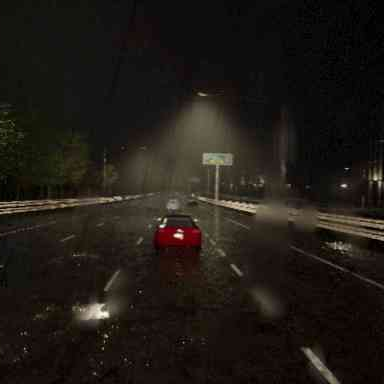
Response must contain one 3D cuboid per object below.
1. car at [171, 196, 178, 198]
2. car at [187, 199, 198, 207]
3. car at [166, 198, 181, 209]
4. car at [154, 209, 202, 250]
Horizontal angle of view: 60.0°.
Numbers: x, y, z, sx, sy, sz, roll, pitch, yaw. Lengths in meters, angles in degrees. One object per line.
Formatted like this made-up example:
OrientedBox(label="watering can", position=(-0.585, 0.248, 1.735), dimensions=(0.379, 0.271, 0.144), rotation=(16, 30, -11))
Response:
OrientedBox(label="car", position=(-3.588, 1.999, 63.448), dimensions=(2.033, 1.411, 5.357), rotation=(2, 0, -3))
OrientedBox(label="car", position=(0.099, 2.036, 62.022), dimensions=(2.128, 1.511, 4.902), rotation=(2, 0, -3))
OrientedBox(label="car", position=(-2.511, 1.873, 44.950), dimensions=(1.812, 1.442, 4.674), rotation=(2, 0, -3))
OrientedBox(label="car", position=(-0.654, 1.692, 15.021), dimensions=(1.994, 1.385, 4.181), rotation=(2, -1, -4))
